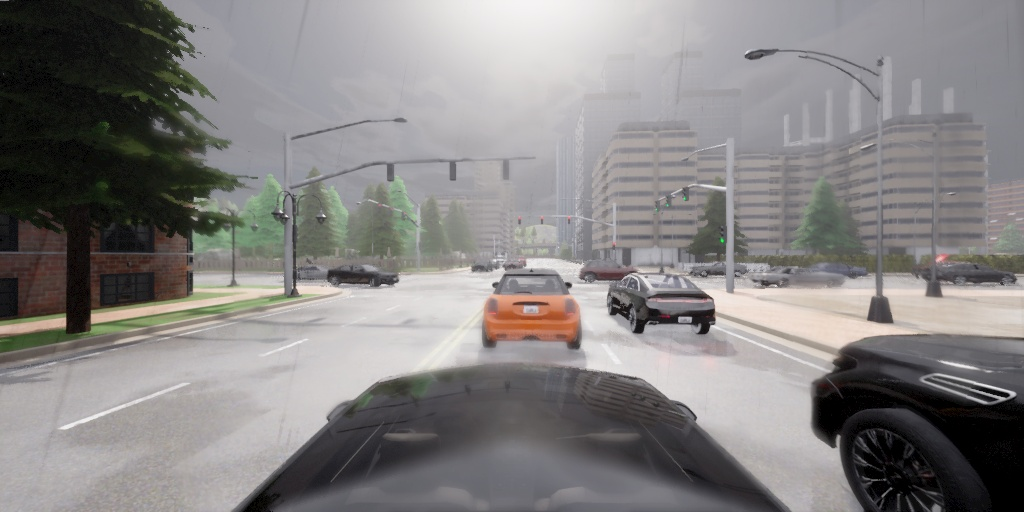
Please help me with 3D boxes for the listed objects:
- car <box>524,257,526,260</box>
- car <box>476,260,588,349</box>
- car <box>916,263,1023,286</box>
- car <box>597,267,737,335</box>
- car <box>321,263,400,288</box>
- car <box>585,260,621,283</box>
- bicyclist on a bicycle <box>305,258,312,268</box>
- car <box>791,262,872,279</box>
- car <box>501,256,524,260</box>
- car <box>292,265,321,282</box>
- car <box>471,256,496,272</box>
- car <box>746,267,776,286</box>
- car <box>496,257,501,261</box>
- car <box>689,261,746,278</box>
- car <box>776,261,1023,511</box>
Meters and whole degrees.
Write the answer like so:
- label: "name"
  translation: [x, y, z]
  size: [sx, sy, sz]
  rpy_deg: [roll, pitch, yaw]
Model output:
- label: "car"
  translation: [0.779, 1.314, 58.634]
  size: [1.994, 1.385, 4.181]
  rpy_deg: [0, 0, 5]
- label: "car"
  translation: [0.517, 1.102, 9.350]
  size: [2.097, 1.767, 4.553]
  rpy_deg: [0, 0, 3]
- label: "car"
  translation: [31.878, 1.255, 25.088]
  size: [4.892, 1.490, 1.837]
  rpy_deg: [0, 0, 4]
- label: "car"
  translation: [4.092, 1.241, 10.578]
  size: [2.128, 1.511, 4.902]
  rpy_deg: [0, 0, 4]
- label: "car"
  translation: [-9.783, 1.227, 23.670]
  size: [5.008, 1.535, 1.882]
  rpy_deg: [0, -1, 20]
- label: "car"
  translation: [7.336, 1.102, 26.856]
  size: [4.553, 1.767, 2.097]
  rpy_deg: [0, 0, 4]
- label: "bicyclist on a bicycle"
  translation: [-22.760, 1.051, 40.035]
  size: [0.582, 1.620, 1.656]
  rpy_deg: [0, 0, 4]
- label: "car"
  translation: [28.849, 1.297, 32.526]
  size: [5.357, 1.411, 2.033]
  rpy_deg: [0, 0, 4]
- label: "car"
  translation: [0.134, 1.102, 50.038]
  size: [2.097, 1.767, 4.553]
  rpy_deg: [0, 0, 4]
- label: "car"
  translation: [-15.220, 1.351, 28.483]
  size: [4.718, 1.301, 1.895]
  rpy_deg: [0, 0, 4]
- label: "car"
  translation: [-3.761, 1.102, 45.866]
  size: [2.097, 1.767, 4.553]
  rpy_deg: [0, 0, 6]
- label: "car"
  translation: [17.900, 1.351, 22.585]
  size: [4.718, 1.301, 1.895]
  rpy_deg: [0, 0, 4]
- label: "car"
  translation: [-3.026, 1.241, 54.785]
  size: [2.128, 1.511, 4.902]
  rpy_deg: [0, 0, 4]
- label: "car"
  translation: [19.001, 1.241, 33.236]
  size: [4.902, 1.511, 2.128]
  rpy_deg: [0, 0, 4]
- label: "car"
  translation: [3.708, 0.971, 0.741]
  size: [2.150, 2.045, 5.566]
  rpy_deg: [0, 0, 0]
